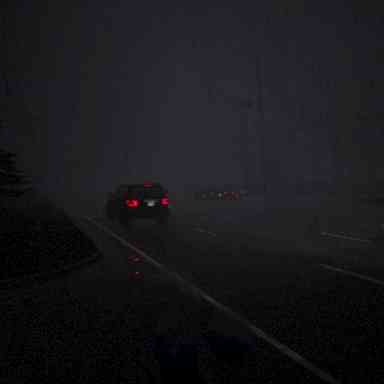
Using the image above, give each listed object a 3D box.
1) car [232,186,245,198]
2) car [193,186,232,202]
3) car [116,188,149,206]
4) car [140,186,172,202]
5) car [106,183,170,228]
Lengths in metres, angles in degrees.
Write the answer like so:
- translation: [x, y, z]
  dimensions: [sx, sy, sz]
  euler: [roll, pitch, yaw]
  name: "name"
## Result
- translation: [3.705, 0.019, 36.088]
  dimensions: [1.895, 1.301, 4.718]
  euler: [-3, 3, -25]
  name: "car"
- translation: [1.671, 0.197, 32.186]
  dimensions: [1.994, 1.385, 4.181]
  euler: [-3, 2, -25]
  name: "car"
- translation: [-5.733, 0.376, 31.494]
  dimensions: [1.837, 1.490, 4.892]
  euler: [-3, 2, -25]
  name: "car"
- translation: [-3.955, 0.146, 35.931]
  dimensions: [1.837, 1.490, 4.892]
  euler: [-3, 2, -25]
  name: "car"
- translation: [-2.993, 0.583, 17.407]
  dimensions: [2.150, 2.045, 5.566]
  euler: [-3, 2, -25]
  name: "car"
